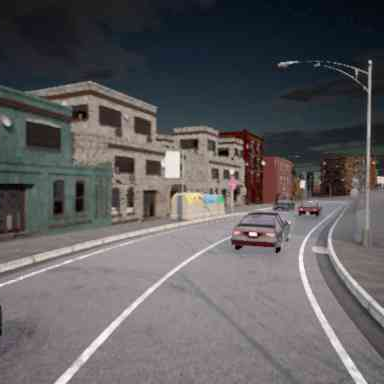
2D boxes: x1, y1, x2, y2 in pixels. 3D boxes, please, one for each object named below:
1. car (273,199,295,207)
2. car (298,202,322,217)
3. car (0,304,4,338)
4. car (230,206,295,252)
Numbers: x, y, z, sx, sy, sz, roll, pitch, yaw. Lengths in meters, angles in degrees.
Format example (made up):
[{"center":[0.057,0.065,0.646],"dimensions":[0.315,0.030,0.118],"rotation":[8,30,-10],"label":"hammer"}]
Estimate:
[{"center":[11.117,1.590,39.992],"dimensions":[2.033,1.411,5.357],"rotation":[1,0,26],"label":"car"},{"center":[11.807,1.684,33.027],"dimensions":[1.895,1.301,4.718],"rotation":[1,0,26],"label":"car"},{"center":[-3.385,1.566,1.861],"dimensions":[1.895,1.301,4.718],"rotation":[1,0,5],"label":"car"},{"center":[3.083,1.561,14.215],"dimensions":[2.033,1.411,5.357],"rotation":[1,0,21],"label":"car"}]
